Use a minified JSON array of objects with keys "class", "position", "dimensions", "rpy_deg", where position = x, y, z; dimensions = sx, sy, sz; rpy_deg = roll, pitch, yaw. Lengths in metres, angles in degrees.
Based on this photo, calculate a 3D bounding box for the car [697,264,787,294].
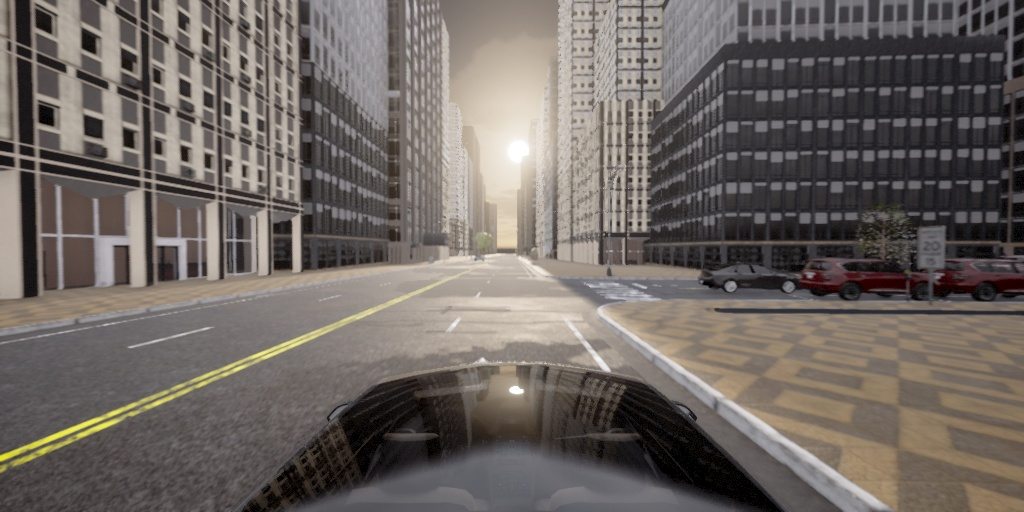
[{"class":"car","position":[12.596,1.155,19.134],"dimensions":[4.892,1.490,1.837],"rpy_deg":[0,1,3]}]

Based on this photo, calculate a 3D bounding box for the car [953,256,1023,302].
[{"class":"car","position":[21.550,1.042,16.090],"dimensions":[5.009,1.841,2.192],"rpy_deg":[0,0,3]}]

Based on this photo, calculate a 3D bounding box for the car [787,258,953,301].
[{"class":"car","position":[15.996,1.031,16.289],"dimensions":[5.009,1.841,2.192],"rpy_deg":[0,0,3]}]
